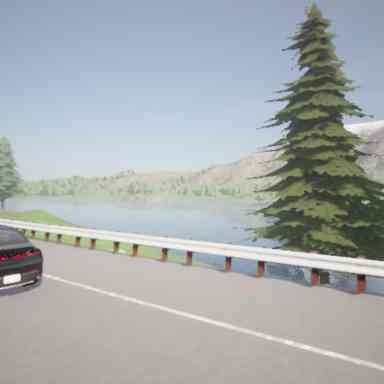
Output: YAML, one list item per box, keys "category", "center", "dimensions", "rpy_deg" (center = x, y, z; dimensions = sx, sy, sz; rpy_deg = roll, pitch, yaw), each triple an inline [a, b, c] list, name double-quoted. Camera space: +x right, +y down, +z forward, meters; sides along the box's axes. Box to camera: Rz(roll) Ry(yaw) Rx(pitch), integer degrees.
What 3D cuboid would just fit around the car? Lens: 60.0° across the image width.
- category: "car"
  center: [-5.569, 1.520, 8.236]
  dimensions: [4.892, 1.490, 1.837]
  rpy_deg: [0, 0, 37]
